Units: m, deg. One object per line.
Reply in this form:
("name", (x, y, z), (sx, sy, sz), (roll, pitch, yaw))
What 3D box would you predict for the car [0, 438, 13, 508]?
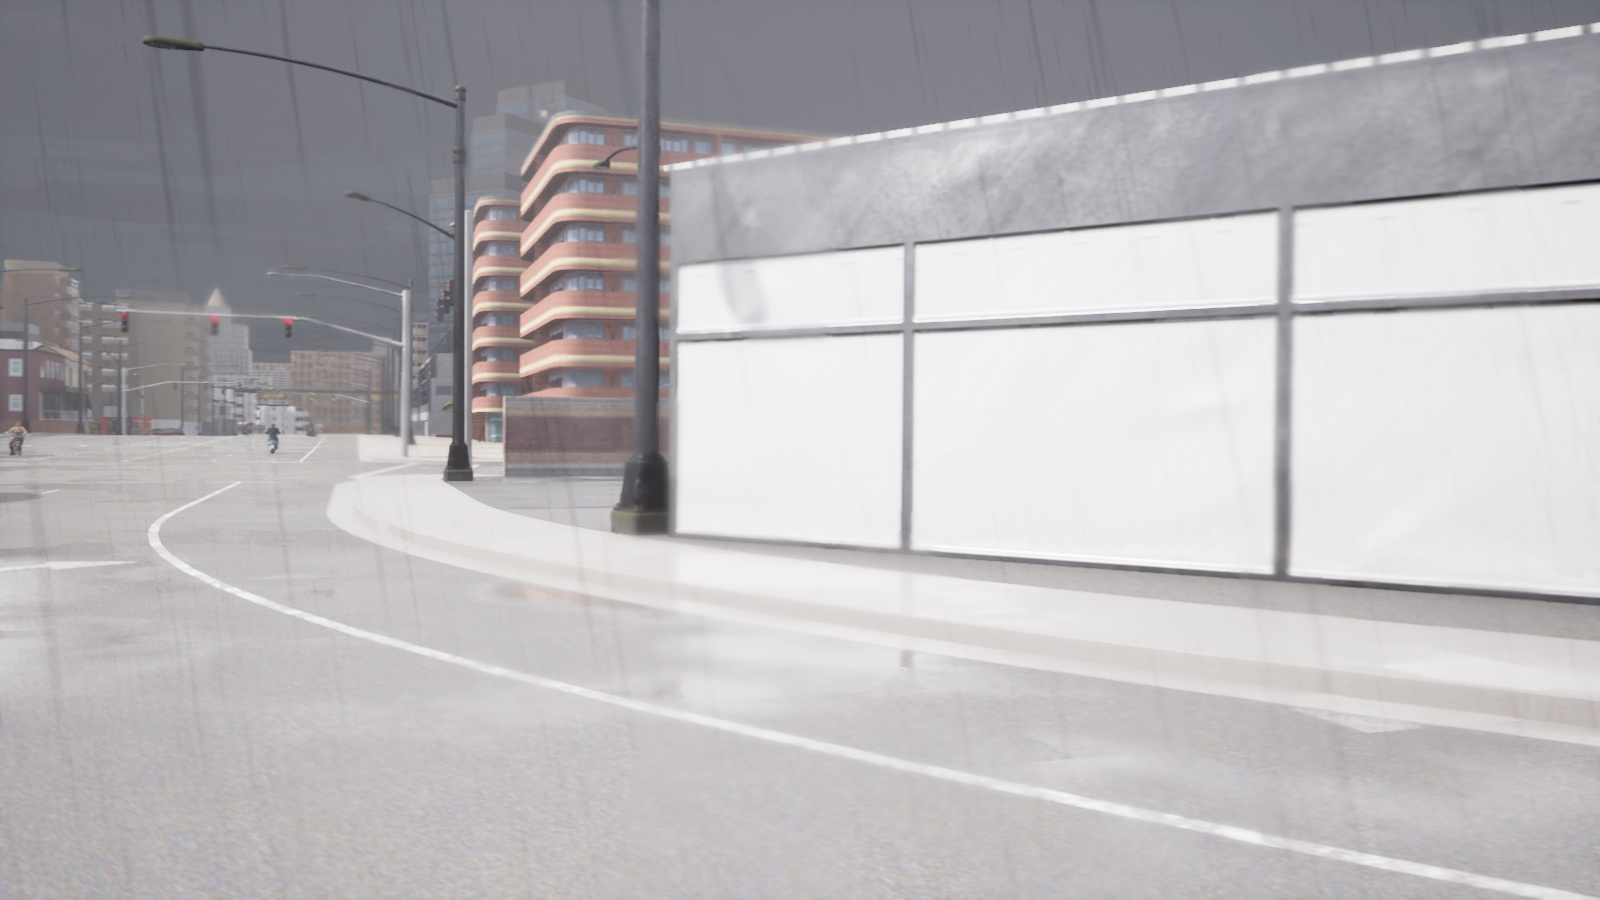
("car", (-17.636, 0.515, 25.160), (2.128, 1.511, 4.902), (-1, 1, -20))
